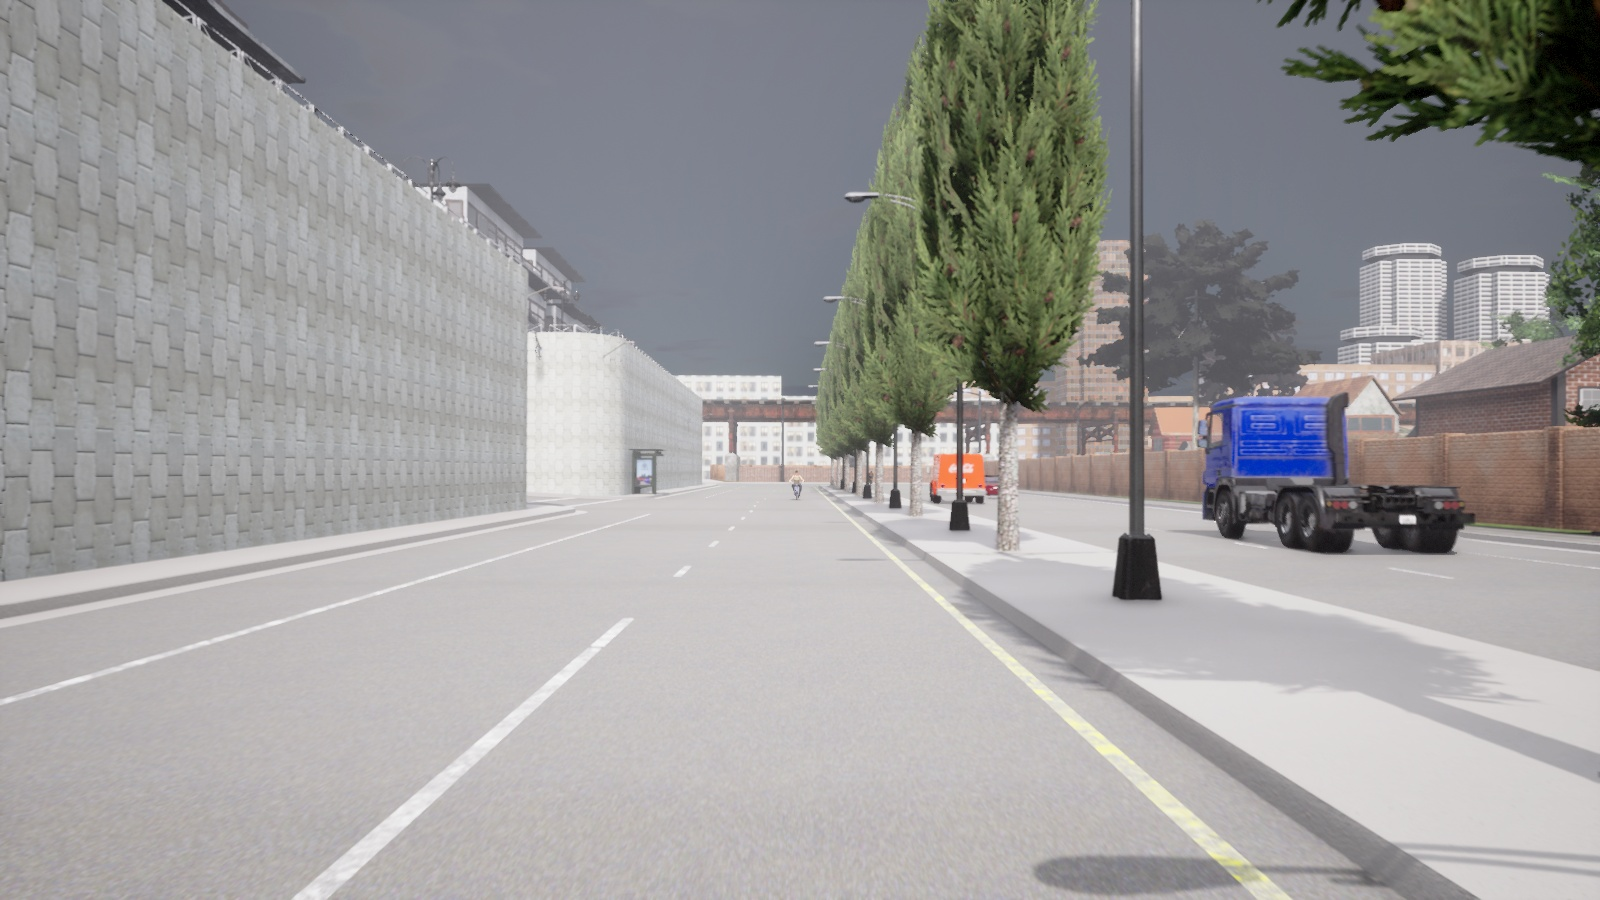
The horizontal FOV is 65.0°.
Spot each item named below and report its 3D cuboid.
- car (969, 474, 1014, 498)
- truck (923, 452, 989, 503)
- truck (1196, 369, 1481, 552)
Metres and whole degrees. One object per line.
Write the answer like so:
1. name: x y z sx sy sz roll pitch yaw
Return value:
1. car: 11.320 2.095 74.486 1.994 1.385 4.181 0 -1 0
2. truck: 7.843 1.375 63.673 2.627 2.467 5.204 0 -1 0
3. truck: 11.458 0.257 27.771 2.891 3.462 7.936 0 -1 0
